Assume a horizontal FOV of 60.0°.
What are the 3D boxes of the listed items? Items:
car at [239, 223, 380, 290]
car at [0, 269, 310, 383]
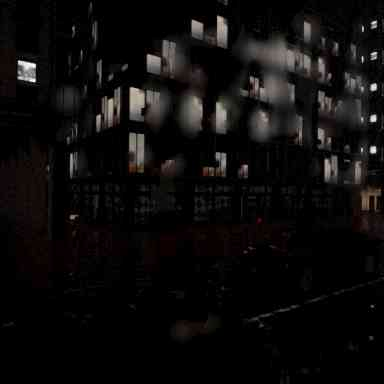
[{"bbox_3d":[3.239,1.546,8.861,4.507,1.381,1.887,0,1,-36],"label":"car"},{"bbox_3d":[-1.790,1.547,2.102,5.357,1.411,2.033,0,0,-36],"label":"car"}]
